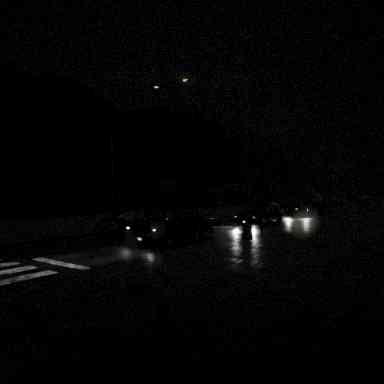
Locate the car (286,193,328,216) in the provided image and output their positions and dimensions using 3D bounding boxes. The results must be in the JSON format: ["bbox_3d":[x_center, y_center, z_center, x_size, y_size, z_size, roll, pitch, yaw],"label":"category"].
[{"bbox_3d":[10.894,1.158,31.807,2.150,2.045,5.566,0,0,35],"label":"car"}]

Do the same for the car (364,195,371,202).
[{"bbox_3d":[39.476,1.485,76.915,1.752,1.417,4.829,0,0,35],"label":"car"}]

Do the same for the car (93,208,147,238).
[{"bbox_3d":[-2.875,1.516,16.642,2.008,1.369,4.403,0,0,35],"label":"car"}]

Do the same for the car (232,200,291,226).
[{"bbox_3d":[4.828,1.493,23.190,2.033,1.411,5.357,0,0,35],"label":"car"}]

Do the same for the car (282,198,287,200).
[{"bbox_3d":[6.920,1.522,30.582,1.802,1.307,4.206,0,0,35],"label":"car"}]

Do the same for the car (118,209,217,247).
[{"bbox_3d":[-0.839,1.564,15.131,1.895,1.301,4.718,0,0,35],"label":"car"}]

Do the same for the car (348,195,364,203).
[{"bbox_3d":[33.043,1.507,67.759,1.947,1.339,4.313,0,0,35],"label":"car"}]

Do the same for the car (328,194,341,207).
[{"bbox_3d":[19.981,1.249,49.171,2.192,1.841,5.009,0,0,35],"label":"car"}]

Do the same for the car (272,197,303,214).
[{"bbox_3d":[10.185,1.377,35.230,1.967,1.590,4.097,0,0,35],"label":"car"}]

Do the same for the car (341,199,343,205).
[{"bbox_3d":[23.248,1.498,53.818,1.947,1.339,4.313,0,0,35],"label":"car"}]

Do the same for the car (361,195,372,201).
[{"bbox_3d":[42.839,1.517,81.701,1.887,1.381,4.507,0,0,35],"label":"car"}]
